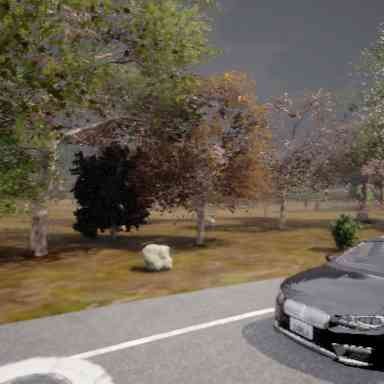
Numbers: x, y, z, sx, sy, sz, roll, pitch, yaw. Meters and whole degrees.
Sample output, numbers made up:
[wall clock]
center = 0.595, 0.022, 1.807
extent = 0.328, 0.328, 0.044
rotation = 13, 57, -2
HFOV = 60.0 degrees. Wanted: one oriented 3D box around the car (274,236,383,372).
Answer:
[car]
center = 3.564, 1.520, 5.491
extent = 4.902, 1.511, 2.128
rotation = 1, 0, -29
